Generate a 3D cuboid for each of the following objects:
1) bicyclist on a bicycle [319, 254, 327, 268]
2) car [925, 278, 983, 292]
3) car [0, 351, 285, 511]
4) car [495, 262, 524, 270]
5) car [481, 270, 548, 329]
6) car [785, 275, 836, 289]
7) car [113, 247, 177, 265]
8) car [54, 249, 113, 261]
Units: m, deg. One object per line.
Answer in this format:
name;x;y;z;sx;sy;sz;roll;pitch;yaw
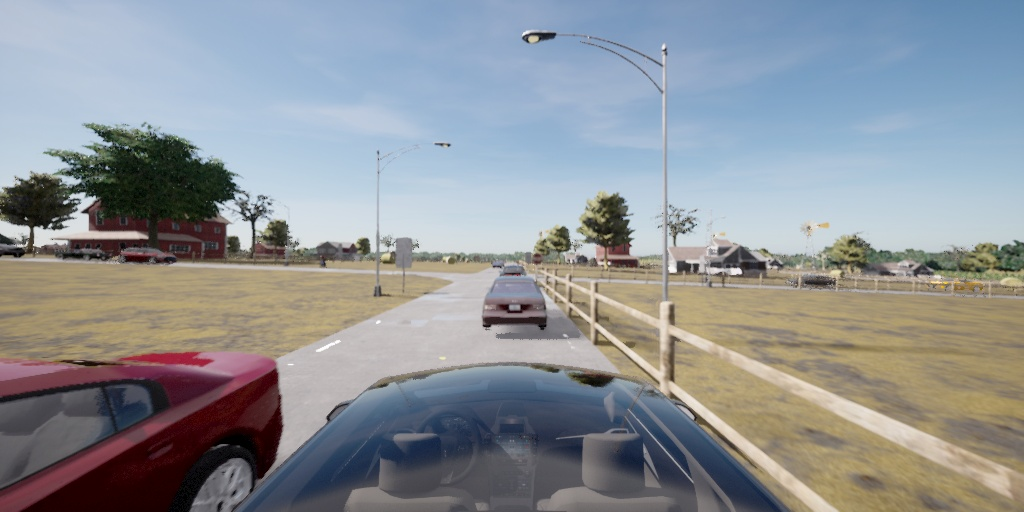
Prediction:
bicyclist on a bicycle;-22.626;0.635;42.936;0.582;1.620;1.656;2;-1;0
car;49.112;3.140;39.890;5.008;1.535;1.882;2;0;0
car;-2.849;1.224;0.932;1.882;1.535;5.008;0;0;0
car;0.113;1.373;24.456;1.837;1.490;4.892;0;0;2
car;0.082;1.341;11.457;2.033;1.411;5.357;0;0;0
car;33.168;2.840;39.959;4.892;1.490;1.837;2;0;0
car;-37.391;-0.051;36.945;4.553;1.767;2.097;2;0;0
car;-47.528;-0.142;39.820;4.718;1.301;1.895;2;0;0
